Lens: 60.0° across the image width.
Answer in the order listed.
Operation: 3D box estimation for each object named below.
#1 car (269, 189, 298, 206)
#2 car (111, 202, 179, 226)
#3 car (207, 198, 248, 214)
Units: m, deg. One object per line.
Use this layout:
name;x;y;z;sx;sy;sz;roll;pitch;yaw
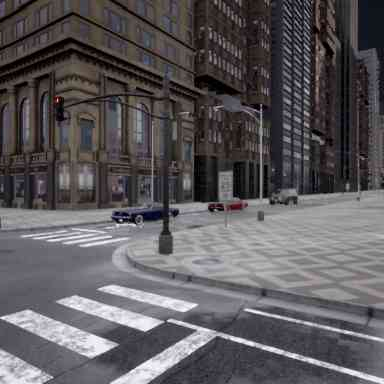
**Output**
car;11.666;0.625;42.110;2.150;2.045;5.566;0;2;36
car;-2.960;1.351;21.619;1.895;1.301;4.718;0;1;36
car;3.315;1.206;30.416;1.895;1.301;4.718;0;1;35
